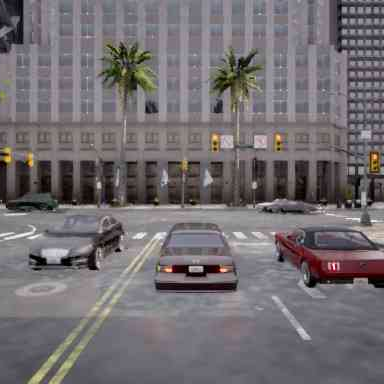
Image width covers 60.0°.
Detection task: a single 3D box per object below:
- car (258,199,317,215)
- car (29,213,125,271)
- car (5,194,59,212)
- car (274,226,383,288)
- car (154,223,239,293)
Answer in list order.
[{"bbox_3d":[9.988,1.548,34.087,5.357,1.411,2.033,0,0,-5],"label":"car"},{"bbox_3d":[-3.511,1.491,10.975,2.128,1.511,4.902,0,0,1],"label":"car"},{"bbox_3d":[-18.190,1.221,38.017,5.566,2.045,2.150,0,0,0],"label":"car"},{"bbox_3d":[3.641,1.601,9.257,1.895,1.301,4.718,0,0,2],"label":"car"},{"bbox_3d":[0.095,1.547,8.989,2.033,1.411,5.357,0,0,0],"label":"car"}]
